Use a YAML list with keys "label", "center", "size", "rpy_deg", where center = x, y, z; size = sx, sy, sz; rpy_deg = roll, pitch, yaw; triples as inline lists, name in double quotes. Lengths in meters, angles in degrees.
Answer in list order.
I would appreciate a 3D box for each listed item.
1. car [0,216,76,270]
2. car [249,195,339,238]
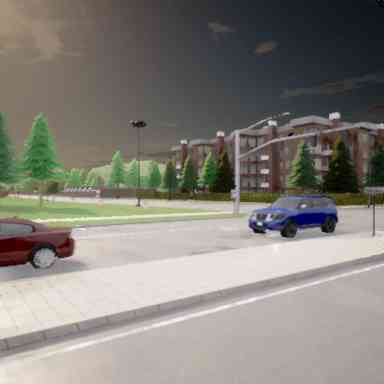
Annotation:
- label: "car"
  center: [-5.969, 1.477, 9.527]
  size: [5.008, 1.535, 1.882]
  rpy_deg: [0, 0, -35]
- label: "car"
  center: [5.549, 1.202, 17.772]
  size: [5.566, 2.045, 2.150]
  rpy_deg: [0, 0, -35]
